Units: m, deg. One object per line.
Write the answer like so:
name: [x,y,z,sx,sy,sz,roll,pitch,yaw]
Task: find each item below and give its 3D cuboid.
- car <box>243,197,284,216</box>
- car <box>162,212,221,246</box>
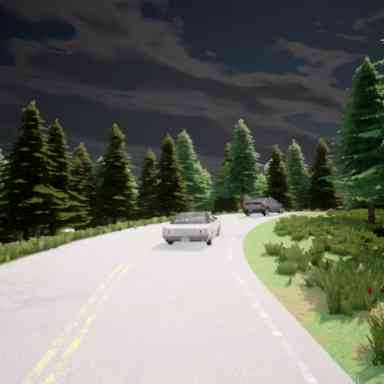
car: [6.051,1.207,27.762,2.128,1.511,4.902,-3,-1,38]
car: [0.170,1.527,14.903,1.895,1.301,4.718,-1,0,11]
